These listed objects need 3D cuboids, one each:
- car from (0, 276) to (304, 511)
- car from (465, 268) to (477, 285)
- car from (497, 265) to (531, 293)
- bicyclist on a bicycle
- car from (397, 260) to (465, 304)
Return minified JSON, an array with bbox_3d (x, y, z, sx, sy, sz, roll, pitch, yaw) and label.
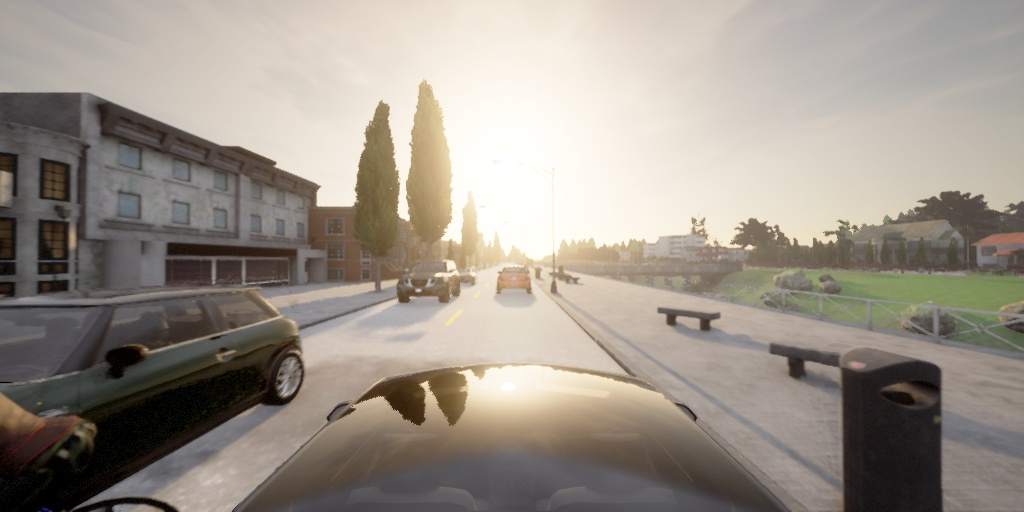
[{"bbox_3d":[-4.120,1.123,3.369,2.097,1.767,4.553,0,-1,1],"label":"car"},{"bbox_3d":[-3.998,1.673,29.634,1.994,1.385,4.181,0,-1,1],"label":"car"},{"bbox_3d":[0.113,1.382,23.465,2.097,1.767,4.553,0,-1,0],"label":"car"},{"bbox_3d":[-2.658,1.227,1.692,1.656,1.620,0.582,-1,14,-31],"label":"bicyclist on a bicycle"},{"bbox_3d":[-4.005,1.187,18.200,2.150,2.045,5.566,0,-1,0],"label":"car"}]
